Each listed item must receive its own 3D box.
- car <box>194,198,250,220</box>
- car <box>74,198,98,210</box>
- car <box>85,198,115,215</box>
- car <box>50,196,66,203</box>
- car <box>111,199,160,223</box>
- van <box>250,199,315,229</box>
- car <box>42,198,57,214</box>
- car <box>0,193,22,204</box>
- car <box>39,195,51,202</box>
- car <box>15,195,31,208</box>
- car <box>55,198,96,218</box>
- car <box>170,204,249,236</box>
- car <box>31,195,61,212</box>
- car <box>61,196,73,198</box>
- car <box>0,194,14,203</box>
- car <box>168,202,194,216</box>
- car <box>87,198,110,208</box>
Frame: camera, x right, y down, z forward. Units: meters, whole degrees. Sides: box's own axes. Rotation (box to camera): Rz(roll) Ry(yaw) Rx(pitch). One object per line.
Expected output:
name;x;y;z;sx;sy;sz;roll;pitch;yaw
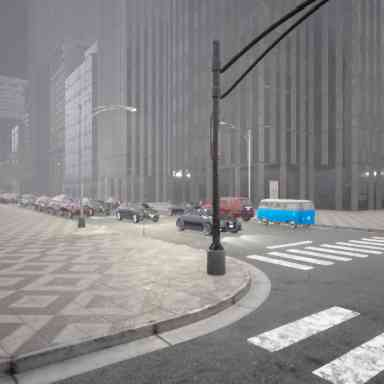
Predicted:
car;2.744;1.352;26.461;2.192;1.841;5.009;0;0;-36
car;-14.436;1.547;45.220;1.812;1.442;4.674;0;0;-36
car;-9.831;1.532;33.587;1.837;1.490;4.892;0;0;-36
car;-27.298;1.511;67.589;1.752;1.417;4.829;0;0;-36
car;-4.312;1.537;26.021;1.837;1.490;4.892;0;0;-36
van;6.072;1.379;21.906;1.690;1.788;3.998;0;0;-36
car;-14.136;1.606;35.115;1.802;1.307;4.206;0;0;-36
car;-34.095;1.298;62.438;2.192;1.841;5.009;0;0;-36
car;-33.967;1.482;76.727;1.752;1.417;4.829;0;0;-35
car;-24.115;1.562;48.776;2.008;1.369;4.403;0;0;-36
car;-10.809;1.572;30.561;1.887;1.381;4.507;0;0;-36
car;0.872;1.600;18.924;1.994;1.385;4.181;0;0;-36
car;-17.462;1.461;39.669;1.967;1.590;4.097;0;0;-36
car;-15.613;1.547;41.570;1.812;1.442;4.674;0;0;-36
car;-37.422;1.285;66.992;2.192;1.841;5.009;0;0;-36
car;-0.583;1.599;31.016;1.947;1.339;4.313;0;0;-36
car;-13.891;1.602;49.233;1.802;1.307;4.206;0;0;-36
